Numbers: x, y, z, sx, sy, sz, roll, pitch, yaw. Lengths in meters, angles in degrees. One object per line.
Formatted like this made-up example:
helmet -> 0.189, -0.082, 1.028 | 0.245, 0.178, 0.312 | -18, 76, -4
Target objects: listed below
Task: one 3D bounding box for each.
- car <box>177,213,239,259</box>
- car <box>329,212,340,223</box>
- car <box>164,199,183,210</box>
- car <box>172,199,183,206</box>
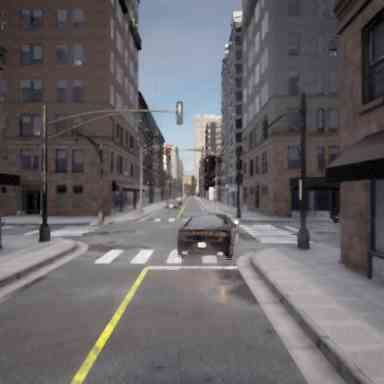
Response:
car -> 0.756, 1.550, 13.049 | 1.882, 1.535, 5.008 | 0, 0, 10
car -> 12.369, 1.692, 24.361 | 4.313, 1.339, 1.947 | 0, 0, 0
car -> -2.834, 1.763, 47.715 | 2.128, 1.511, 4.902 | 0, 0, 0
car -> -2.760, 1.985, 64.124 | 1.895, 1.301, 4.718 | 0, 0, 0
